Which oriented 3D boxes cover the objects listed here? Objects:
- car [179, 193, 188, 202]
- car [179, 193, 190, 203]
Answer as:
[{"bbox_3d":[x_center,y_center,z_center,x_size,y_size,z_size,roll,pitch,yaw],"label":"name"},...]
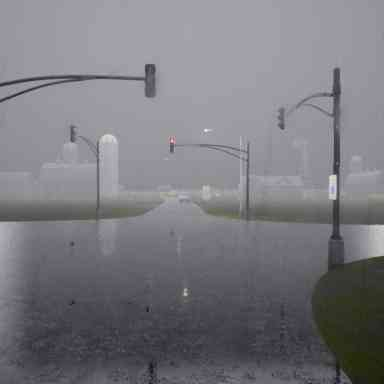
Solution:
[{"bbox_3d":[-2.080,1.194,79.902,2.150,2.045,5.566,0,0,-4],"label":"car"},{"bbox_3d":[-1.498,1.557,69.868,1.812,1.442,4.674,0,0,-3],"label":"car"}]
